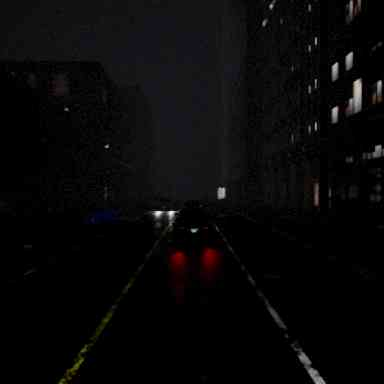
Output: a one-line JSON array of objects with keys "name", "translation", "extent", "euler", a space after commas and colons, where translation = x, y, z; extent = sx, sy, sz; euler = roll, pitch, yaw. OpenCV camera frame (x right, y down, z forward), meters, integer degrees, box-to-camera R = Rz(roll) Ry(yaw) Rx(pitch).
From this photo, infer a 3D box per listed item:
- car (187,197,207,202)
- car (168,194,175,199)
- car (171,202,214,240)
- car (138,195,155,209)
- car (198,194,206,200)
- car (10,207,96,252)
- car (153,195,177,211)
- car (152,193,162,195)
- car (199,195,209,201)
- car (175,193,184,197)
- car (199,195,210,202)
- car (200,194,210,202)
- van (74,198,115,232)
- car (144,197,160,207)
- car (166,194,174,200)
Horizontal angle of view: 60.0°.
[{"name": "car", "translation": [0.093, 1.460, 32.169], "extent": [1.994, 1.385, 4.181], "euler": [0, 0, 0]}, {"name": "car", "translation": [-5.694, 1.269, 92.660], "extent": [1.752, 1.417, 4.829], "euler": [0, 0, 0]}, {"name": "car", "translation": [0.082, 1.471, 16.689], "extent": [1.812, 1.442, 4.674], "euler": [0, 0, 0]}, {"name": "car", "translation": [-5.692, 1.450, 41.993], "extent": [1.802, 1.307, 4.206], "euler": [0, 0, 0]}, {"name": "car", "translation": [2.687, 1.321, 87.182], "extent": [1.947, 1.339, 4.313], "euler": [0, 0, 0]}, {"name": "car", "translation": [-5.691, 1.521, 13.750], "extent": [1.947, 1.339, 4.313], "euler": [0, 0, 0]}, {"name": "car", "translation": [-3.096, 1.402, 38.864], "extent": [1.812, 1.442, 4.674], "euler": [0, 0, 0]}, {"name": "car", "translation": [-5.693, 1.154, 53.289], "extent": [2.192, 1.841, 5.009], "euler": [0, 0, 0]}, {"name": "car", "translation": [2.687, 1.331, 75.885], "extent": [2.008, 1.369, 4.403], "euler": [0, 0, 0]}, {"name": "car", "translation": [-3.003, 0.912, 79.301], "extent": [1.812, 1.442, 4.674], "euler": [0, 0, 0]}, {"name": "car", "translation": [2.688, 1.334, 64.758], "extent": [1.752, 1.417, 4.829], "euler": [0, 0, 0]}, {"name": "car", "translation": [2.688, 1.235, 70.235], "extent": [1.967, 1.590, 4.097], "euler": [0, 0, 0]}, {"name": "van", "translation": [-5.691, 1.278, 19.399], "extent": [1.690, 1.788, 3.998], "euler": [0, 0, 0]}, {"name": "car", "translation": [-5.692, 1.435, 47.642], "extent": [1.802, 1.307, 4.206], "euler": [0, 0, 0]}, {"name": "car", "translation": [-5.694, 1.321, 87.181], "extent": [1.947, 1.339, 4.313], "euler": [0, 0, 0]}]
